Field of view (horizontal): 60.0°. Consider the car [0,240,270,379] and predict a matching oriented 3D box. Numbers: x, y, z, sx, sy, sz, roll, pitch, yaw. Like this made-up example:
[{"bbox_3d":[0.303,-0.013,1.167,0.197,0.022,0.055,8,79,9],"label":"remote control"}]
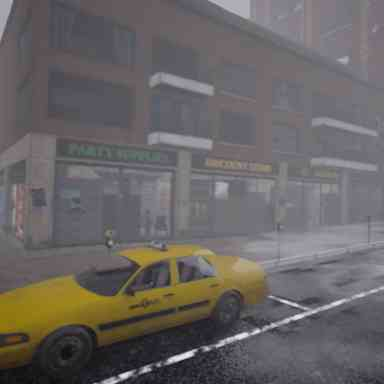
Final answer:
[{"bbox_3d":[-0.798,1.530,5.505,4.829,1.417,1.752,0,2,-35],"label":"car"}]
